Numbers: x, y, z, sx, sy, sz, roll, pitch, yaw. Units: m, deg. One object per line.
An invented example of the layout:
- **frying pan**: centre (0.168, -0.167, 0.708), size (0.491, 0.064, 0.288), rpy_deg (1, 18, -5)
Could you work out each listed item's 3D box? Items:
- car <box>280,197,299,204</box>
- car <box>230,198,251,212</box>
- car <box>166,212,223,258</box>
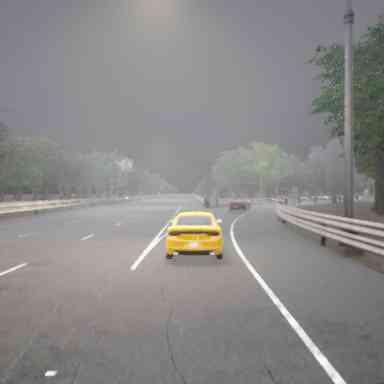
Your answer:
- **car**: centre (18.288, 1.618, 62.431), size (2.033, 1.411, 5.357), rpy_deg (0, 0, 39)
- **car**: centre (6.027, 1.543, 40.878), size (1.882, 1.535, 5.008), rpy_deg (0, 0, 21)
- **car**: centre (0.148, 1.499, 12.847), size (1.882, 1.535, 5.008), rpy_deg (0, 0, 2)
